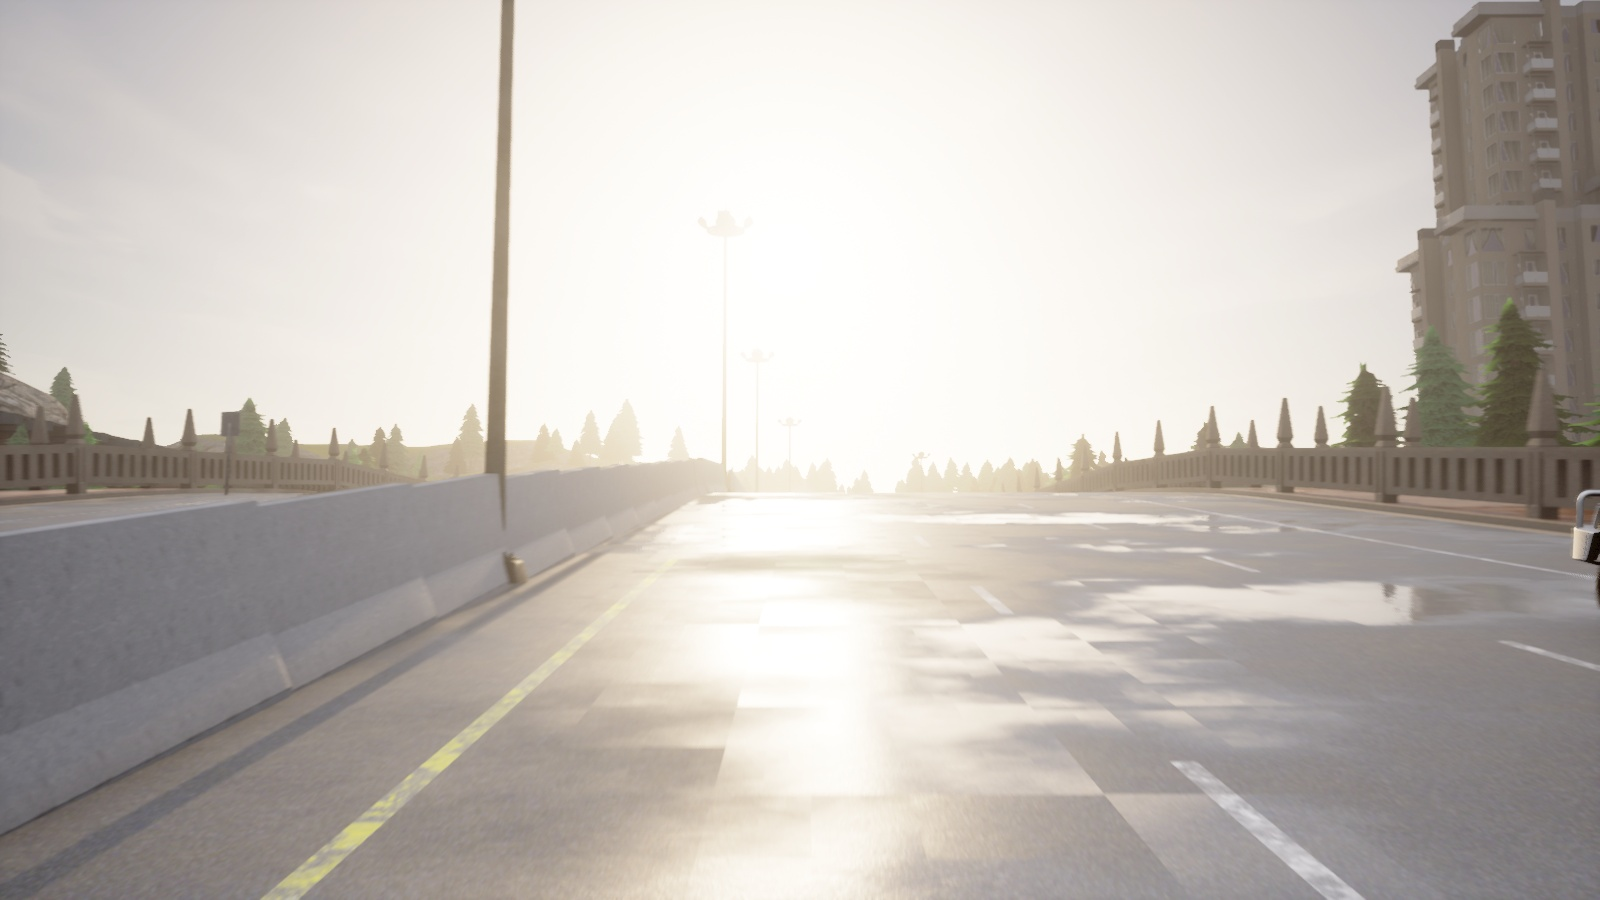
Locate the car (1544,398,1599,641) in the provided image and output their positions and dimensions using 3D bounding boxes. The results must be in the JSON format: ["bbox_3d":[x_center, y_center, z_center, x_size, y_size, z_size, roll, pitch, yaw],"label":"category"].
[{"bbox_3d":[7.061,0.541,7.988,1.932,1.855,4.605,0,0,0],"label":"car"}]
